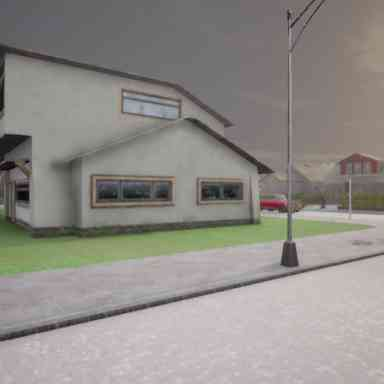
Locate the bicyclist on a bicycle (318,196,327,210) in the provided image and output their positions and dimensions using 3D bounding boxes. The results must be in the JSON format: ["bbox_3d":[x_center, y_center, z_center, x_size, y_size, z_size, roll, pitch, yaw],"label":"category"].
[{"bbox_3d":[15.828,1.332,40.329,1.656,1.620,0.582,0,0,-35],"label":"bicyclist on a bicycle"}]

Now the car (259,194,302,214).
[{"bbox_3d":[8.981,1.205,35.472,2.150,2.045,5.566,0,0,-35],"label":"car"}]
